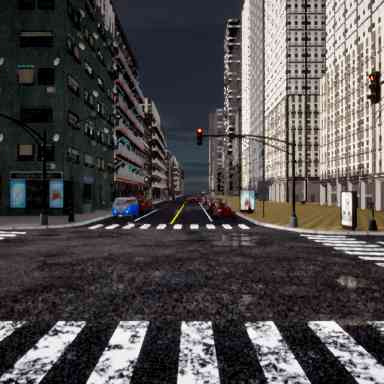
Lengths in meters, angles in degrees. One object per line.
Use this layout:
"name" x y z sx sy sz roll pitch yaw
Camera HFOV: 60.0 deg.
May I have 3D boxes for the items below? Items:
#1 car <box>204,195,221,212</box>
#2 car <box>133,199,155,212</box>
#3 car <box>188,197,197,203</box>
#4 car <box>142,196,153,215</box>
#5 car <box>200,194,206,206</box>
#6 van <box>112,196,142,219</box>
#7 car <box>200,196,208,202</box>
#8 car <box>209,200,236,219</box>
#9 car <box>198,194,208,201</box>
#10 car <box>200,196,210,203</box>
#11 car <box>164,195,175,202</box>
"car" 2.738 1.456 39.439 1.967 1.590 4.097 0 0 0
"car" -5.644 1.560 39.449 1.887 1.381 4.507 0 0 0
"car" 0.169 1.643 69.688 1.895 1.301 4.718 0 0 0
"car" -5.648 1.327 33.921 2.192 1.841 5.009 0 0 0
"car" 2.754 1.468 56.022 1.967 1.590 4.097 0 0 0
"van" -5.653 1.351 28.393 1.690 1.788 3.998 0 0 0
"car" 2.775 1.634 78.132 1.802 1.307 4.206 0 0 0
"car" 2.726 1.591 28.383 1.802 1.307 4.206 0 0 0
"car" 2.782 1.373 83.660 2.192 1.841 5.009 0 0 0
"car" 2.770 1.590 72.605 1.887 1.381 4.507 0 0 0
"car" -5.604 1.492 78.141 1.967 1.590 4.097 0 0 0
